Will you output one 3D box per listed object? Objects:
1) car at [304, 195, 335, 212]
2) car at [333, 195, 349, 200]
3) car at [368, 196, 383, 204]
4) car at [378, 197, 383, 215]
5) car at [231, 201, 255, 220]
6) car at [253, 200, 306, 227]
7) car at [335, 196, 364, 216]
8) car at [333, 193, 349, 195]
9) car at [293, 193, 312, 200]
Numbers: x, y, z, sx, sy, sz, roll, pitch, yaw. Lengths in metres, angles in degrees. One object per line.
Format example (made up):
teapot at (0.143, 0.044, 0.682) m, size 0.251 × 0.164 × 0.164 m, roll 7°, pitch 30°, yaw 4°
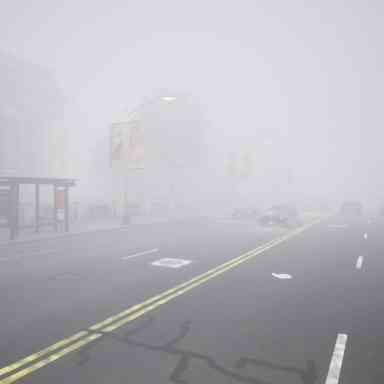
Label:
car at (14.937, 1.491, 38.908) m, size 2.128 × 1.511 × 4.902 m, roll 0°, pitch 0°, yaw 30°
car at (24.126, 1.600, 53.105) m, size 1.895 × 1.301 × 4.718 m, roll 0°, pitch 0°, yaw 41°
car at (36.003, 1.594, 63.255) m, size 4.718 × 1.301 × 1.895 m, roll 0°, pitch 0°, yaw -34°
car at (19.616, 1.525, 32.661) m, size 1.812 × 1.442 × 4.674 m, roll 0°, pitch 0°, yaw 28°
car at (4.833, 1.525, 27.973) m, size 1.812 × 1.442 × 4.674 m, roll 0°, pitch 0°, yaw 29°
car at (6.270, 1.547, 23.344) m, size 2.033 × 1.411 × 5.357 m, roll 0°, pitch 0°, yaw 29°
car at (15.946, 1.491, 33.200) m, size 2.128 × 1.511 × 4.902 m, roll 0°, pitch 0°, yaw 29°
car at (27.013, 1.220, 60.951) m, size 5.566 × 2.045 × 2.150 m, roll 0°, pitch 0°, yaw -41°
car at (16.024, 1.221, 47.782) m, size 2.150 × 2.045 × 5.566 m, roll 0°, pitch 0°, yaw 32°
